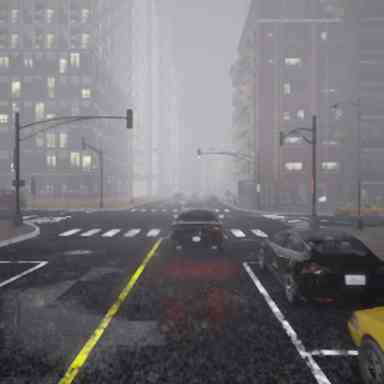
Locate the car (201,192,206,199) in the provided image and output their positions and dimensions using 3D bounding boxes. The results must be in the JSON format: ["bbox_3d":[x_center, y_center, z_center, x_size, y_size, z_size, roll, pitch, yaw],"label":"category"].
[{"bbox_3d":[3.164,0.922,62.579,2.008,1.369,4.403,0,1,0],"label":"car"}]

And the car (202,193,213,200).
[{"bbox_3d":[3.207,0.868,68.227,2.008,1.369,4.403,0,1,0],"label":"car"}]

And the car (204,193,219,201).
[{"bbox_3d":[3.117,1.079,49.663,1.802,1.307,4.206,0,1,0],"label":"car"}]

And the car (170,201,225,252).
[{"bbox_3d":[0.253,1.340,13.225,1.882,1.535,5.008,0,1,2],"label":"car"}]

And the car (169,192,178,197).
[{"bbox_3d":[-5.003,0.652,90.883,2.008,1.369,4.403,0,1,0],"label":"car"}]

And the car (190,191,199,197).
[{"bbox_3d":[0.623,0.540,82.280,2.128,1.511,4.902,0,1,0],"label":"car"}]

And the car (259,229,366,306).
[{"bbox_3d":[2.750,1.486,7.643,1.947,1.339,4.313,0,1,0],"label":"car"}]

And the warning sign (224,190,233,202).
[{"bbox_3d":[5.441,0.611,49.756,1.300,1.860,1.060,0,0,0],"label":"warning sign"}]

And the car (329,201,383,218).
[{"bbox_3d":[14.869,1.526,29.894,4.829,1.417,1.752,1,-1,0],"label":"car"}]

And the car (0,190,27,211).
[{"bbox_3d":[-17.468,0.716,29.852,5.009,1.841,2.192,1,-1,0],"label":"car"}]

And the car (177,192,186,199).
[{"bbox_3d":[-2.425,0.776,76.281,1.994,1.385,4.181,0,1,0],"label":"car"}]

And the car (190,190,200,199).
[{"bbox_3d":[0.547,0.794,72.280,1.812,1.442,4.674,0,1,0],"label":"car"}]

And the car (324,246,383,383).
[{"bbox_3d":[2.708,1.502,2.130,1.752,1.417,4.829,0,1,0],"label":"car"}]

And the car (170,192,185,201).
[{"bbox_3d":[-2.588,0.867,60.643,1.882,1.535,5.008,0,1,1],"label":"car"}]
